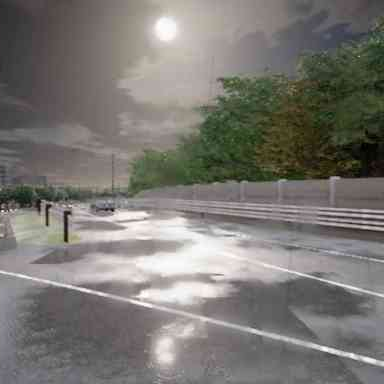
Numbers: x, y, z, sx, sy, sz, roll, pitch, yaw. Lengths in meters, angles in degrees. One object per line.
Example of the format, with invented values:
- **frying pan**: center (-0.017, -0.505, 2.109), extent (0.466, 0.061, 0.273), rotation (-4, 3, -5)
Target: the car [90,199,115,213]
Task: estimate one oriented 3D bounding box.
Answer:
- **car**: center (-9.452, 1.444, 34.939), extent (2.033, 1.411, 5.357), rotation (0, -1, -25)
